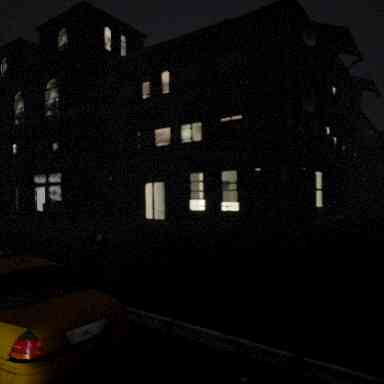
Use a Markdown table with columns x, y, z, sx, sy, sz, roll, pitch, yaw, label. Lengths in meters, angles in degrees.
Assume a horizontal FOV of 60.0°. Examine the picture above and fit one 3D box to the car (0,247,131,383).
| x | y | z | sx | sy | sz | roll | pitch | yaw | label |
| --- | --- | --- | --- | --- | --- | --- | --- | --- | --- |
| -3.059 | 1.534 | 5.071 | 4.829 | 1.417 | 1.752 | 0 | -1 | 36 | car |
